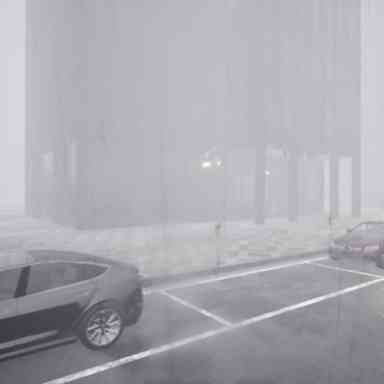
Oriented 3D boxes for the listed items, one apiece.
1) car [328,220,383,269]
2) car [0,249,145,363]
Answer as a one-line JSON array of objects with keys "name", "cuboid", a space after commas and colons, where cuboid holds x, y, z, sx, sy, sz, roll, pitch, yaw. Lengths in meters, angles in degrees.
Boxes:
[{"name": "car", "cuboid": [6.353, 1.629, 11.258, 4.206, 1.307, 1.802, 0, 0, -36]}, {"name": "car", "cuboid": [-2.752, 1.577, 4.675, 4.313, 1.339, 1.947, 0, 0, -36]}]
